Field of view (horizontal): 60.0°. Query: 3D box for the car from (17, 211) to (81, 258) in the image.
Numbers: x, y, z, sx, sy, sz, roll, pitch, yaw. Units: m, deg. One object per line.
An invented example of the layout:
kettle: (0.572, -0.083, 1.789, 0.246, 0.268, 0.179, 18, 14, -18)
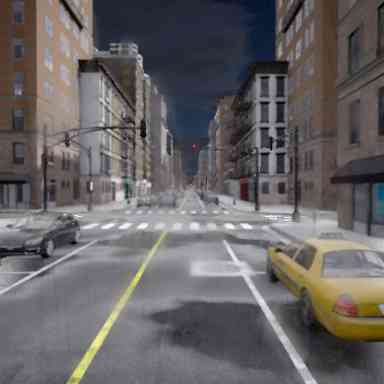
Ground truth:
car: (-5.388, 1.419, 12.074, 2.008, 1.369, 4.403, 0, 1, 0)

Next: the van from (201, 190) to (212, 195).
van: (2.639, 0.798, 49.759, 1.690, 1.788, 3.998, 0, 1, 0)

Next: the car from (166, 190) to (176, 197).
car: (-5.438, 0.360, 87.598, 2.192, 1.841, 5.009, 0, 1, 0)

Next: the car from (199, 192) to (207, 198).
car: (2.646, 0.628, 82.365, 1.752, 1.417, 4.829, 0, 1, 0)

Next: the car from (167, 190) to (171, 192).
car: (-5.412, 0.779, 60.570, 1.967, 1.590, 4.097, 0, 1, 0)

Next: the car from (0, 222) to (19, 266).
car: (-5.388, 1.511, 6.393, 1.802, 1.307, 4.206, 0, 1, 0)

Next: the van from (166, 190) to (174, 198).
van: (-5.433, 0.445, 82.192, 1.690, 1.788, 3.998, 0, 1, 0)

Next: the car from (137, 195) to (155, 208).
car: (-5.391, 1.125, 38.948, 2.008, 1.369, 4.403, 0, 1, 0)

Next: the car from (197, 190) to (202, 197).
car: (2.643, 0.595, 65.976, 2.192, 1.841, 5.009, 0, 1, 0)

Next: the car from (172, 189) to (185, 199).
car: (-2.754, 0.718, 74.001, 2.128, 1.511, 4.902, 0, 1, 0)

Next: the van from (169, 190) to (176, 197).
van: (-5.444, 0.327, 93.004, 1.690, 1.788, 3.998, 0, 1, 0)

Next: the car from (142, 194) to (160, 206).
car: (-5.396, 1.043, 44.184, 1.752, 1.417, 4.829, 0, 1, 0)

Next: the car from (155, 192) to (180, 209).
car: (-2.748, 1.101, 38.413, 1.882, 1.535, 5.008, 0, 2, 0)

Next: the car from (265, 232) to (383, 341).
car: (2.638, 1.453, 6.564, 1.752, 1.417, 4.829, 0, 1, 0)

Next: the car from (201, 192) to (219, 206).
car: (2.638, 1.067, 44.355, 2.008, 1.369, 4.403, 0, 1, 0)
